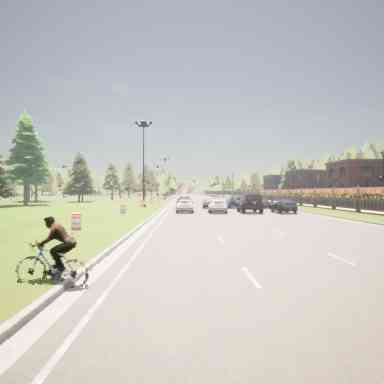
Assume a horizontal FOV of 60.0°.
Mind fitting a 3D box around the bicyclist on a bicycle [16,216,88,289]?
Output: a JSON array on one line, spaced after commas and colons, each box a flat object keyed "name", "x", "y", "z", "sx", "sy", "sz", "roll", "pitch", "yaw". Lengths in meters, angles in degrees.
[{"name": "bicyclist on a bicycle", "x": -3.174, "y": 1.395, "z": 7.655, "sx": 1.656, "sy": 1.620, "sz": 0.582, "roll": 4, "pitch": 0, "yaw": -1}]

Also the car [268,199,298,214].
[{"name": "car", "x": 9.725, "y": 1.491, "z": 35.433, "sx": 2.128, "sy": 1.511, "sz": 4.902, "roll": 0, "pitch": 0, "yaw": -1}]

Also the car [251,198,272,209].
[{"name": "car", "x": 9.441, "y": 1.564, "z": 45.422, "sx": 1.994, "sy": 1.385, "sz": 4.181, "roll": 0, "pitch": 0, "yaw": -1}]

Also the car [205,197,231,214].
[{"name": "car", "x": 2.724, "y": 1.526, "z": 35.685, "sx": 1.812, "sy": 1.442, "sz": 4.674, "roll": 0, "pitch": 0, "yaw": -1}]

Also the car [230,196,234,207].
[{"name": "car", "x": 5.929, "y": 1.352, "z": 46.304, "sx": 2.097, "sy": 1.767, "sz": 4.553, "roll": 0, "pitch": 0, "yaw": -1}]

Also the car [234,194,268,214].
[{"name": "car", "x": 6.211, "y": 1.221, "z": 35.827, "sx": 2.150, "sy": 2.045, "sz": 5.566, "roll": 0, "pitch": 0, "yaw": 0}]

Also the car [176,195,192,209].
[{"name": "car", "x": -1.071, "y": 1.352, "z": 46.271, "sx": 2.097, "sy": 1.767, "sz": 4.553, "roll": 0, "pitch": 0, "yaw": -1}]

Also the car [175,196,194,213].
[{"name": "car", "x": -0.791, "y": 1.526, "z": 36.260, "sx": 1.812, "sy": 1.442, "sz": 4.674, "roll": 0, "pitch": 0, "yaw": -1}]

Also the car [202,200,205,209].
[{"name": "car", "x": 2.432, "y": 1.601, "z": 45.794, "sx": 1.895, "sy": 1.301, "sz": 4.718, "roll": 0, "pitch": 0, "yaw": -1}]
